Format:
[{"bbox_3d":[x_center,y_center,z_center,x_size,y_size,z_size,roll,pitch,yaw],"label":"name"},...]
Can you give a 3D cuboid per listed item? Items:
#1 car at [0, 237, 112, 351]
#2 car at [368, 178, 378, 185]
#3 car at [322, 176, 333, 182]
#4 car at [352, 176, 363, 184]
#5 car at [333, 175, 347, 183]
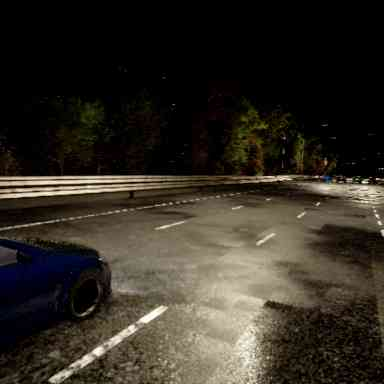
[{"bbox_3d":[-2.865,1.075,3.864,1.994,1.385,4.181,5,5,27],"label":"car"},{"bbox_3d":[43.514,-2.383,79.771,1.812,1.442,4.674,5,5,27],"label":"car"},{"bbox_3d":[33.985,-3.273,84.111,1.882,1.535,5.008,5,5,27],"label":"car"},{"bbox_3d":[40.241,-2.952,80.975,2.150,2.045,5.566,5,5,27],"label":"car"},{"bbox_3d":[37.126,-3.239,82.547,2.150,2.045,5.566,5,5,27],"label":"car"}]
